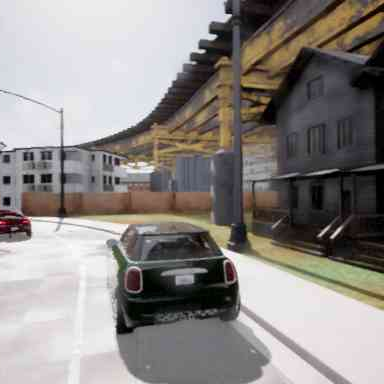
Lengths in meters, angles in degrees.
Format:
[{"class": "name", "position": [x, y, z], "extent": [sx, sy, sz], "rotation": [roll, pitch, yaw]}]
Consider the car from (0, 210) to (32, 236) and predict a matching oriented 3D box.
[{"class": "car", "position": [-10.542, 1.757, 19.128], "extent": [1.812, 1.442, 4.674], "rotation": [0, -1, -36]}]

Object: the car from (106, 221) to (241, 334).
[{"class": "car", "position": [-0.728, 1.410, 7.234], "extent": [2.097, 1.767, 4.553], "rotation": [0, 0, -17]}]
